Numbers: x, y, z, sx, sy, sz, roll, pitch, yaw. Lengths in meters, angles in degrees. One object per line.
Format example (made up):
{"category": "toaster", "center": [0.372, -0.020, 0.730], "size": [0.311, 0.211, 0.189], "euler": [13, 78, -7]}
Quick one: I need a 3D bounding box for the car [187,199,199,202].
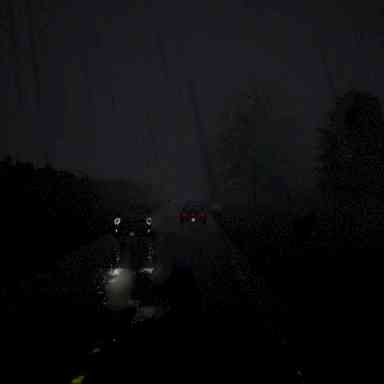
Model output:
{"category": "car", "center": [0.087, 1.613, 42.229], "size": [1.882, 1.535, 5.008], "euler": [0, 0, 0]}

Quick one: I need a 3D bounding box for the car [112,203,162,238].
{"category": "car", "center": [-2.856, 1.423, 18.077], "size": [2.097, 1.767, 4.553], "euler": [0, 0, 0]}

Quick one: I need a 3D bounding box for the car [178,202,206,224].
{"category": "car", "center": [0.092, 1.697, 25.974], "size": [1.895, 1.301, 4.718], "euler": [0, 0, 0]}

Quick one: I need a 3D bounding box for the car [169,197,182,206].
{"category": "car", "center": [-2.817, 1.692, 59.220], "size": [1.812, 1.442, 4.674], "euler": [0, 0, 1]}
